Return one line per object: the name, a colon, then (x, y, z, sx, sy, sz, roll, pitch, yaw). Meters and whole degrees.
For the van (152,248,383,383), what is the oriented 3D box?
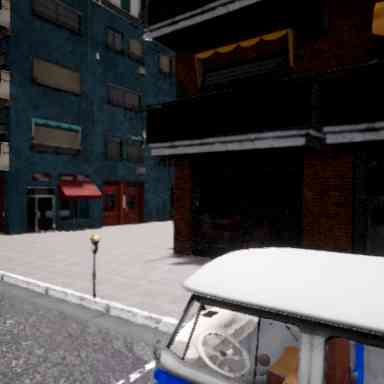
van: (1.549, 1.341, 1.755, 3.998, 1.788, 1.690, 0, 1, 35)
